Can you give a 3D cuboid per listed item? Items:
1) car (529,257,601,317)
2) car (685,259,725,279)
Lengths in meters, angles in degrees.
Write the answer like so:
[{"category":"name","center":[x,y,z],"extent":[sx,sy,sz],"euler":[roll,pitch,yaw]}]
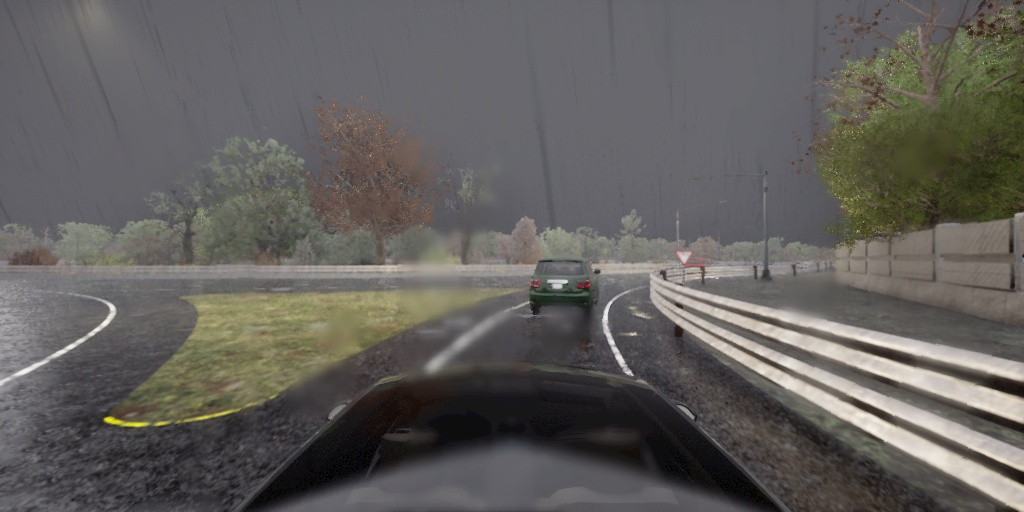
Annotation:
[{"category":"car","center":[2.201,1.079,14.072],"extent":[2.150,2.045,5.566],"euler":[0,0,16]},{"category":"car","center":[20.596,1.308,38.443],"extent":[5.566,2.045,2.150],"euler":[0,-1,-36]}]
